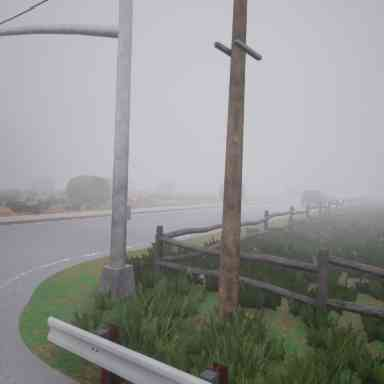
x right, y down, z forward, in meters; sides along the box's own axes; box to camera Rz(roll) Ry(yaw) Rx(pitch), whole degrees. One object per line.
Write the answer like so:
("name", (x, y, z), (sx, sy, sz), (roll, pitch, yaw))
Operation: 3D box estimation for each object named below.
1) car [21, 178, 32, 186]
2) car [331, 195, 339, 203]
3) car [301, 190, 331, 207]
("car", (-39.208, -2.341, 79.243), (1.905, 1.878, 3.866), (8, 2, -13))
("car", (21.135, 1.131, 50.745), (1.994, 1.385, 4.181), (3, 2, 33))
("car", (15.385, 0.808, 41.846), (2.150, 2.045, 5.566), (3, 2, 34))
